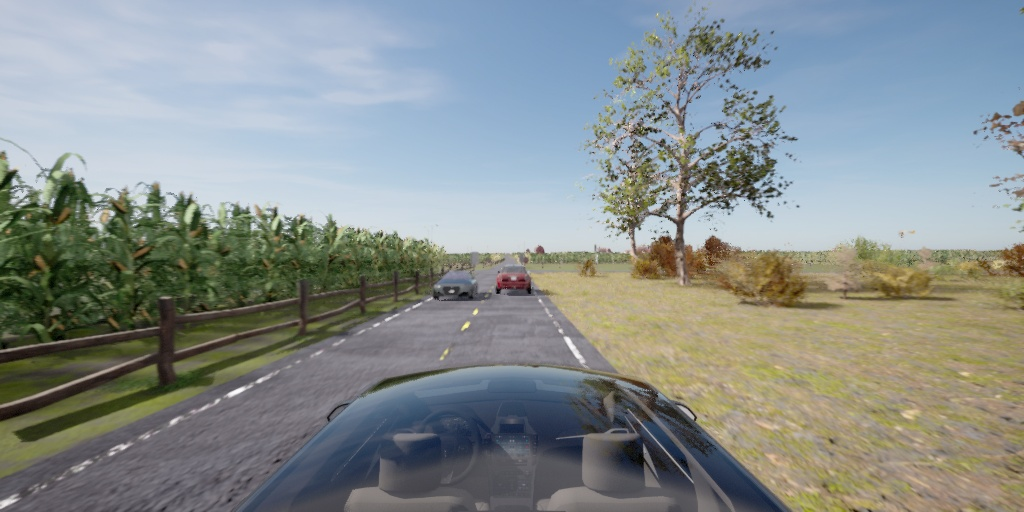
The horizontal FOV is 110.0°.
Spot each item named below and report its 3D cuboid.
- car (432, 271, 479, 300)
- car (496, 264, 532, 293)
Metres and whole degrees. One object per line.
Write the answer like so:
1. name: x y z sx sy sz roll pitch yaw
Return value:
1. car: -2.852 1.499 18.902 1.994 1.385 4.181 0 -1 0
2. car: 0.105 1.324 22.593 2.097 1.767 4.553 0 -1 0
